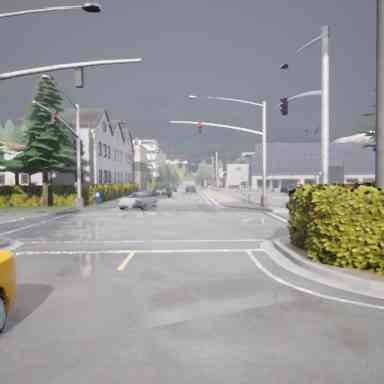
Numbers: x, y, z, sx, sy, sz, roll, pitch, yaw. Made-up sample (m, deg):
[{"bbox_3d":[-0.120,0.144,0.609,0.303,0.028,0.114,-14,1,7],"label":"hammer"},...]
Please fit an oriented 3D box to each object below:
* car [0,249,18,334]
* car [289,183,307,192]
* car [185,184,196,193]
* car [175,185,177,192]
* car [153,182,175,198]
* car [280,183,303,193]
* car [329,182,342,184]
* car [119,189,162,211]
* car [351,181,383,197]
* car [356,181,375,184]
[{"bbox_3d":[-3.613,1.363,3.064,1.882,1.535,5.008,0,3,0],"label":"car"},{"bbox_3d":[18.828,-0.884,59.172,1.970,1.475,3.806,-1,2,-1],"label":"car"},{"bbox_3d":[-0.235,-0.596,58.710,2.128,1.511,4.902,-1,2,0],"label":"car"},{"bbox_3d":[-3.752,-0.682,63.373,1.837,1.490,4.892,-1,2,0],"label":"car"},{"bbox_3d":[-3.778,-0.287,43.002,2.150,2.045,5.566,-1,2,0],"label":"car"},{"bbox_3d":[15.212,-0.535,52.107,2.007,1.523,4.514,-1,2,-1],"label":"car"},{"bbox_3d":[25.242,-1.043,59.531,2.152,1.636,5.027,-1,2,-1],"label":"car"},{"bbox_3d":[-4.071,0.689,25.946,1.895,1.301,4.718,0,2,9],"label":"car"},{"bbox_3d":[22.215,-0.467,42.137,1.932,1.855,4.605,-1,2,-1],"label":"car"},{"bbox_3d":[18.979,-0.180,34.253,1.905,1.878,3.866,-1,2,-1],"label":"car"}]
